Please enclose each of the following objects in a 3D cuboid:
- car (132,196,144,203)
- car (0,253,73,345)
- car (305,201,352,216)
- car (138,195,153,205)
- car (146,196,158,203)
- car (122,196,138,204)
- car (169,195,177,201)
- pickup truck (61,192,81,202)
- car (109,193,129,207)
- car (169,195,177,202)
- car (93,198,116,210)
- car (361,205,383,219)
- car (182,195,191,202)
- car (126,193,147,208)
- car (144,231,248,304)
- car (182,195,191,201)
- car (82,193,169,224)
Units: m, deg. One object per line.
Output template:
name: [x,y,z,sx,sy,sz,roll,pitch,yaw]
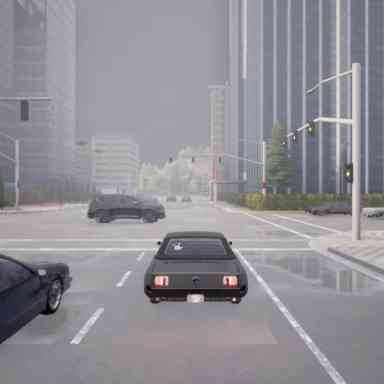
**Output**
car: [-11.683,1.546,72.544,1.994,1.385,4.181,0,0,-1]
car: [-3.435,1.547,4.519,2.033,1.411,5.357,0,0,0]
car: [13.590,1.547,31.520,5.357,1.411,2.033,0,0,-3]
car: [-8.040,1.352,57.880,2.097,1.767,4.553,0,0,-1]
car: [-8.115,1.564,67.926,1.994,1.385,4.181,0,0,0]
car: [-11.586,1.491,62.564,2.128,1.511,4.902,0,0,-1]
car: [-4.868,1.524,84.667,1.812,1.442,4.674,0,0,-1]
pickup truck: [-24.755,1.059,69.176,2.390,2.098,6.274,0,0,30]
car: [-11.468,1.221,52.617,2.150,2.045,5.566,0,0,-1]
car: [-4.703,1.500,74.500,1.837,1.490,4.892,0,0,-1]
car: [-11.333,1.564,43.283,1.994,1.385,4.181,0,0,-1]
car: [16.944,1.601,28.013,4.718,1.301,1.895,0,0,0]
car: [-1.213,1.553,74.960,1.994,1.385,4.181,0,0,-1]
car: [-7.912,1.221,48.130,2.150,2.045,5.566,0,0,-1]
car: [0.068,1.601,8.115,1.895,1.301,4.718,0,0,0]
car: [-1.369,1.540,84.735,2.033,1.411,5.357,0,0,-1]
car: [-4.723,1.222,24.122,5.566,2.045,2.150,0,0,-1]
